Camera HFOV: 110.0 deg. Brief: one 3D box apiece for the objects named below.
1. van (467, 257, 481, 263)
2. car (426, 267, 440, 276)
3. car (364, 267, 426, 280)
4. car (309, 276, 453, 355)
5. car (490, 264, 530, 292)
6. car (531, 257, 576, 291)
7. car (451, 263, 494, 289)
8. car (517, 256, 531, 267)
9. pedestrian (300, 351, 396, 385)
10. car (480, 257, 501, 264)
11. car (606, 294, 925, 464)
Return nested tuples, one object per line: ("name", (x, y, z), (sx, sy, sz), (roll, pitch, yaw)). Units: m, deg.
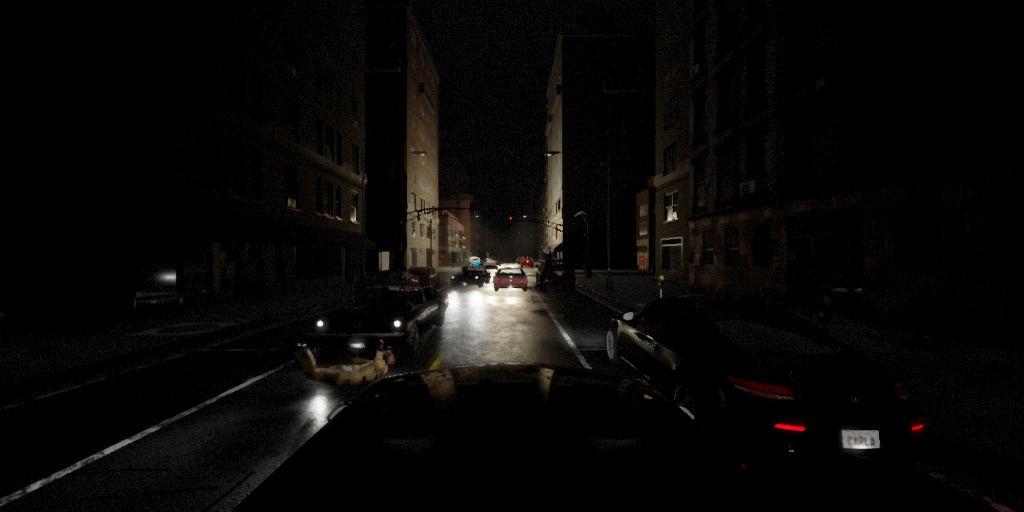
("van", (-5.629, 1.063, 53.539), (1.690, 1.789, 3.998), (0, 0, 0))
("car", (-5.473, 1.307, 21.575), (1.948, 1.339, 4.313), (0, 0, 0))
("car", (-5.449, 1.289, 16.065), (1.888, 1.381, 4.507), (0, 0, 0))
("car", (-2.877, 1.348, 8.854), (1.895, 1.301, 4.718), (0, 0, 0))
("car", (-0.073, 1.343, 21.306), (1.895, 1.301, 4.718), (0, 0, 0))
("car", (2.552, 1.056, 21.610), (2.192, 1.841, 5.009), (0, 0, 0))
("car", (-2.613, 1.341, 23.290), (1.895, 1.301, 4.718), (0, 0, 5))
("car", (2.460, 1.033, 58.981), (2.192, 1.841, 5.009), (0, 0, 0))
("pedestrian", (-2.597, 1.806, 5.426), (1.860, 0.375, 0.375), (0, -29, -29))
("car", (-3.060, 1.270, 52.658), (2.033, 1.411, 5.357), (0, 0, 0))
("car", (2.735, 1.276, 5.125), (1.812, 1.442, 4.674), (0, 0, 0))
